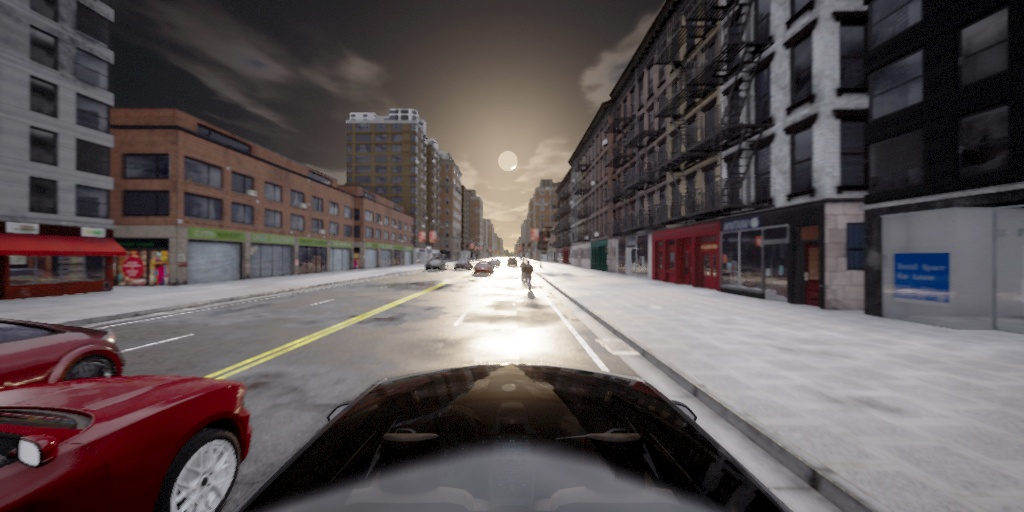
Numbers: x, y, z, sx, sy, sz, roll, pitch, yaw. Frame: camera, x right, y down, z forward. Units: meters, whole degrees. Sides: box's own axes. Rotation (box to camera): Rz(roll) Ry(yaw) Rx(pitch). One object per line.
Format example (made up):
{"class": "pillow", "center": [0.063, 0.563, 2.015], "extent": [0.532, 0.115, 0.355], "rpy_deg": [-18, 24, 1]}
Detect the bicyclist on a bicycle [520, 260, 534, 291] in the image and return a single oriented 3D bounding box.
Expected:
{"class": "bicyclist on a bicycle", "center": [0.898, 1.105, 19.641], "extent": [0.659, 1.776, 1.843], "rpy_deg": [0, 0, 0]}

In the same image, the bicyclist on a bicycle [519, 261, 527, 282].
{"class": "bicyclist on a bicycle", "center": [0.900, 1.177, 28.572], "extent": [0.582, 1.620, 1.656], "rpy_deg": [0, 0, 0]}

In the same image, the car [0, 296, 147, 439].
{"class": "car", "center": [-6.599, 1.312, 3.410], "extent": [1.994, 1.385, 4.181], "rpy_deg": [0, 0, 0]}

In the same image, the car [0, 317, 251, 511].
{"class": "car", "center": [-3.151, 1.228, 1.003], "extent": [1.882, 1.535, 5.008], "rpy_deg": [0, 0, 0]}

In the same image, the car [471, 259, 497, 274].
{"class": "car", "center": [-3.142, 1.271, 40.808], "extent": [1.994, 1.385, 4.181], "rpy_deg": [0, 0, 0]}

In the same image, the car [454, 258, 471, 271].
{"class": "car", "center": [-6.558, 1.241, 48.311], "extent": [2.033, 1.411, 5.357], "rpy_deg": [0, 0, 0]}

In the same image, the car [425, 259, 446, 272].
{"class": "car", "center": [-9.815, 1.175, 46.358], "extent": [1.882, 1.535, 5.008], "rpy_deg": [0, 0, 0]}

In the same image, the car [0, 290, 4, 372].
{"class": "car", "center": [-9.848, 1.296, 3.553], "extent": [2.033, 1.411, 5.357], "rpy_deg": [0, 0, 0]}
